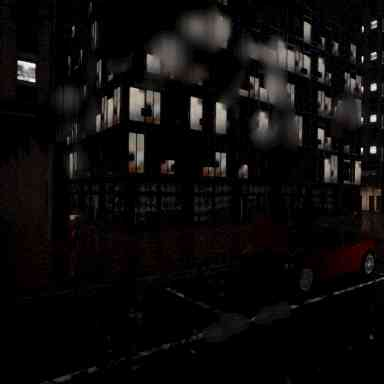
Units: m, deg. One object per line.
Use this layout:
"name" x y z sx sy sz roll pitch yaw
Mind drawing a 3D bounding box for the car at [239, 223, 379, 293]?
"car" 3.227 1.546 8.853 4.507 1.381 1.887 0 1 -36
